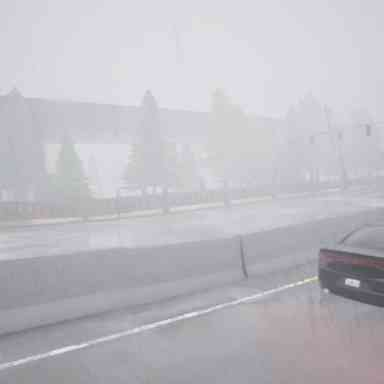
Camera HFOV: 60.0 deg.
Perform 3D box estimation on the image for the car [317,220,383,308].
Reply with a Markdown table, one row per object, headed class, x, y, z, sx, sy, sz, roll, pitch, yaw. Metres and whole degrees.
| class | x | y | z | sx | sy | sz | roll | pitch | yaw |
| --- | --- | --- | --- | --- | --- | --- | --- | --- | --- |
| car | 4.769 | 1.326 | 7.177 | 5.008 | 1.535 | 1.882 | -2 | 1 | -36 |
